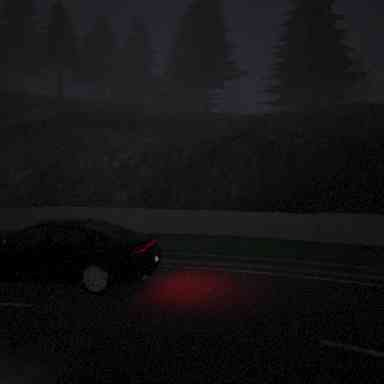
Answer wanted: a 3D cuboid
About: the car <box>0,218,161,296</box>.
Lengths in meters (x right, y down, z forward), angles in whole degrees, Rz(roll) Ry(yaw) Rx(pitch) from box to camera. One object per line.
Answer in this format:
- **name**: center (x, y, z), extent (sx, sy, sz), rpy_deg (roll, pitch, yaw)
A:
- **car**: center (-3.264, 1.394, 8.041), extent (5.008, 1.535, 1.882), rpy_deg (0, 0, 9)
